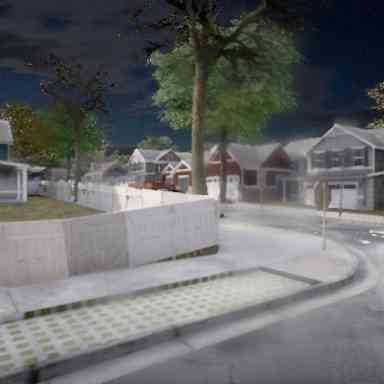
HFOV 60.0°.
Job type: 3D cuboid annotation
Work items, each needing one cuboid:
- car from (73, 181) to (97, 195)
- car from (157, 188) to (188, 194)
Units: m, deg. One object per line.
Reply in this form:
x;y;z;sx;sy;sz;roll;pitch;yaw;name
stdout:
-13.939;-0.579;43.494;2.097;1.767;4.553;0;2;-34;car
-1.358;0.497;24.989;1.837;1.490;4.892;0;3;-34;car
